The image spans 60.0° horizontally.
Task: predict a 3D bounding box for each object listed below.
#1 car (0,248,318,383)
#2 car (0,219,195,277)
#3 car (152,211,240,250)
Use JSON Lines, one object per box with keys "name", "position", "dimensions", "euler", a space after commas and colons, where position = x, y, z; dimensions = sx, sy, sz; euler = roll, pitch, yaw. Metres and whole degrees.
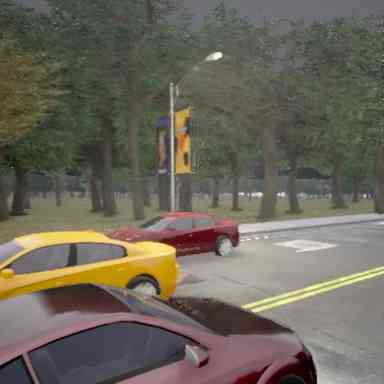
{"name": "car", "position": [-0.794, 1.560, 2.873], "dimensions": [4.181, 1.385, 1.994], "euler": [0, 0, -36]}
{"name": "car", "position": [-2.585, 1.472, 5.834], "dimensions": [5.008, 1.535, 1.882], "euler": [0, 0, -36]}
{"name": "car", "position": [-0.592, 1.452, 11.249], "dimensions": [5.008, 1.535, 1.882], "euler": [0, 0, -36]}
